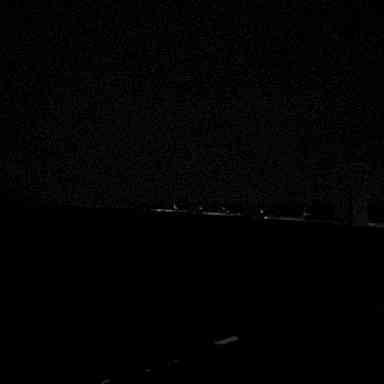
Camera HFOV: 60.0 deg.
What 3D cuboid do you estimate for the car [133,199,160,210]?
[{"bbox_3d":[-6.615,1.931,50.024,1.895,1.301,4.718,1,-1,-35],"label":"car"}]

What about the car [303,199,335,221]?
[{"bbox_3d":[11.001,1.420,25.713,2.097,1.767,4.553,1,-1,-38],"label":"car"}]

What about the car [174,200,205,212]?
[{"bbox_3d":[-0.380,1.719,41.326,2.128,1.511,4.902,1,-1,-36],"label":"car"}]

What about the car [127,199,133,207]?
[{"bbox_3d":[-10.042,1.964,59.744,1.882,1.535,5.008,1,-1,-36],"label":"car"}]

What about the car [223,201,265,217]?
[{"bbox_3d":[5.208,1.633,33.574,2.128,1.511,4.902,1,-1,-36],"label":"car"}]
